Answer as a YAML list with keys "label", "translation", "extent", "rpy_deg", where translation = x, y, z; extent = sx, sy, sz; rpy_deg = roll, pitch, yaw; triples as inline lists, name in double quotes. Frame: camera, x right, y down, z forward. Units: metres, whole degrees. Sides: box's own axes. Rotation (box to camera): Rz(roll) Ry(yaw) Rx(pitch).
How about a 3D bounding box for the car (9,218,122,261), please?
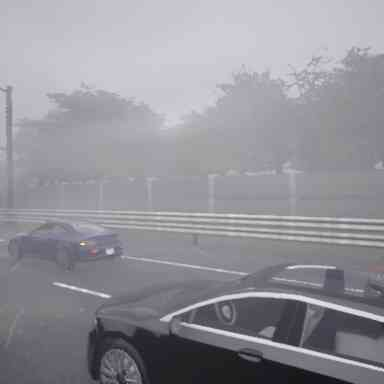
- label: "car"
  translation: [-4.340, 1.631, 11.299]
  extent: [4.674, 1.442, 1.812]
  rpy_deg: [-1, 0, 35]

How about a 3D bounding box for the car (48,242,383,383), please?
- label: "car"
  translation: [0.993, 1.501, 3.263]
  extent: [4.902, 1.511, 2.128]
  rpy_deg: [0, 0, 36]

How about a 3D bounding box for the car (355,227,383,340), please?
- label: "car"
  translation: [5.176, 1.463, 4.590]
  extent: [5.008, 1.535, 1.882]
  rpy_deg: [0, 0, 35]
